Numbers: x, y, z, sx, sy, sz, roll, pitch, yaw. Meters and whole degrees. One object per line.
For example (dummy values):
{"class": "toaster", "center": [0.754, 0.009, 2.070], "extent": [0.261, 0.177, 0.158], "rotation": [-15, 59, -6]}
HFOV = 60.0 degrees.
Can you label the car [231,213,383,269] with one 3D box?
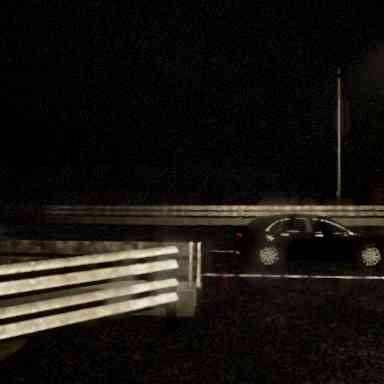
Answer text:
{"class": "car", "center": [3.712, 1.460, 10.516], "extent": [4.892, 1.490, 1.837], "rotation": [0, 1, 4]}
